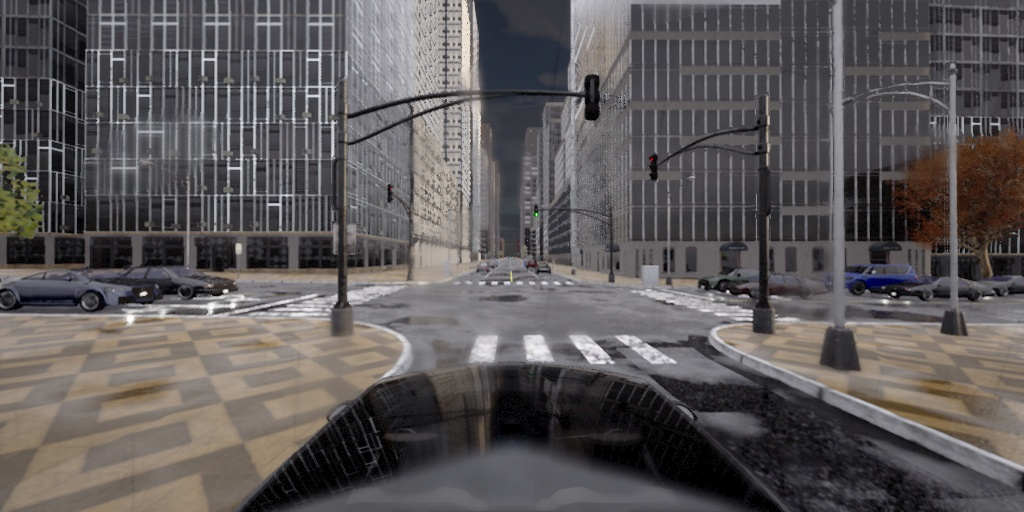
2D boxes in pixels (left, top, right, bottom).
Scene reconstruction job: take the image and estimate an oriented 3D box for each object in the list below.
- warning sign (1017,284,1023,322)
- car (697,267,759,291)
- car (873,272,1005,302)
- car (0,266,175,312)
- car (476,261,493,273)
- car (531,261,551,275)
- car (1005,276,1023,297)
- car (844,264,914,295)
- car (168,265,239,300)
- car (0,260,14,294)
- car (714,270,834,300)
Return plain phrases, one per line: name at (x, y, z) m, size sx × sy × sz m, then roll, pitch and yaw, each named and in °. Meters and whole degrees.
warning sign at (17.265, 1.267, 11.431) m, size 1.060 × 1.860 × 1.300 m, roll 0°, pitch 0°, yaw -3°
car at (14.976, 1.539, 24.041) m, size 4.553 × 1.767 × 2.097 m, roll 1°, pitch 0°, yaw -3°
car at (25.169, 1.901, 21.267) m, size 5.357 × 1.411 × 2.033 m, roll 1°, pitch 0°, yaw -3°
car at (-15.089, 1.133, 12.660) m, size 4.181 × 1.385 × 1.994 m, roll 1°, pitch 0°, yaw -3°
car at (-4.072, 1.657, 50.706) m, size 1.802 × 1.307 × 4.207 m, roll 0°, pitch 0°, yaw 0°
car at (3.886, 1.608, 45.221) m, size 1.948 × 1.339 × 4.313 m, roll 0°, pitch 0°, yaw 0°
car at (34.546, 2.092, 24.959) m, size 5.357 × 1.411 × 2.033 m, roll 1°, pitch 0°, yaw -3°
car at (24.319, 1.579, 24.481) m, size 5.566 × 2.045 × 2.150 m, roll 1°, pitch 0°, yaw -3°
car at (-15.366, 1.132, 15.935) m, size 5.357 × 1.411 × 2.033 m, roll 1°, pitch 0°, yaw 0°
car at (-25.288, 0.904, 15.437) m, size 4.892 × 1.490 × 1.837 m, roll 1°, pitch 0°, yaw -3°
car at (15.111, 1.717, 20.791) m, size 5.357 × 1.411 × 2.033 m, roll 1°, pitch 0°, yaw -3°
